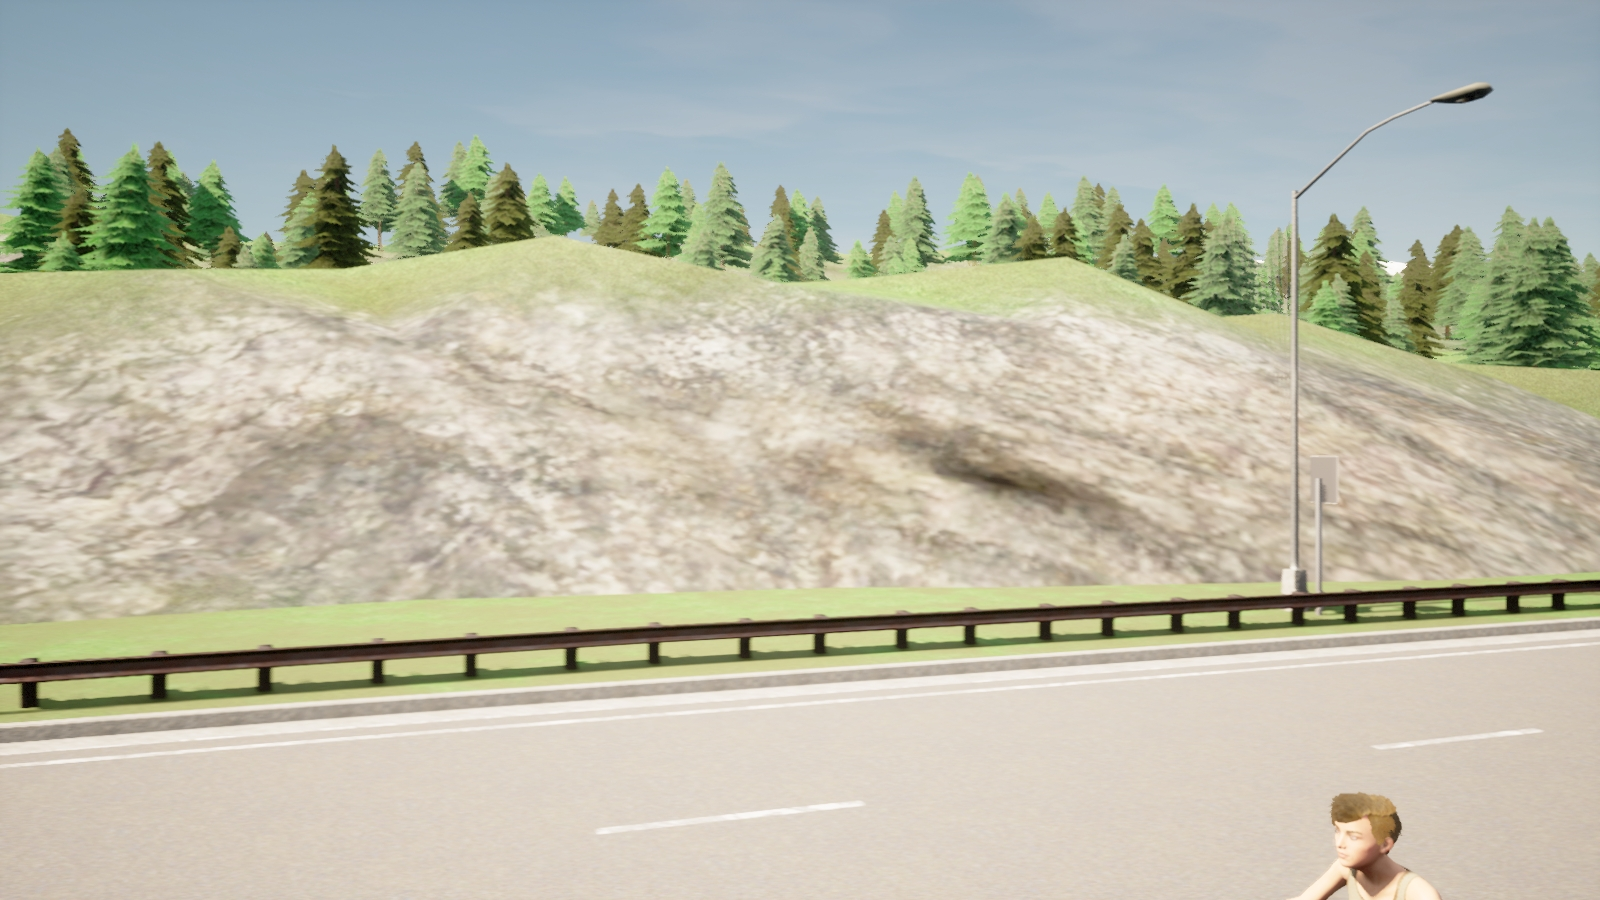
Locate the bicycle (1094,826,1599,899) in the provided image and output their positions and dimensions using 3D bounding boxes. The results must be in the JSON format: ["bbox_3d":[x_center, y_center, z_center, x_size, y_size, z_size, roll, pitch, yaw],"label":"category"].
[{"bbox_3d":[1.908,2.158,3.978,1.487,1.277,0.859,0,0,-19],"label":"bicycle"}]
